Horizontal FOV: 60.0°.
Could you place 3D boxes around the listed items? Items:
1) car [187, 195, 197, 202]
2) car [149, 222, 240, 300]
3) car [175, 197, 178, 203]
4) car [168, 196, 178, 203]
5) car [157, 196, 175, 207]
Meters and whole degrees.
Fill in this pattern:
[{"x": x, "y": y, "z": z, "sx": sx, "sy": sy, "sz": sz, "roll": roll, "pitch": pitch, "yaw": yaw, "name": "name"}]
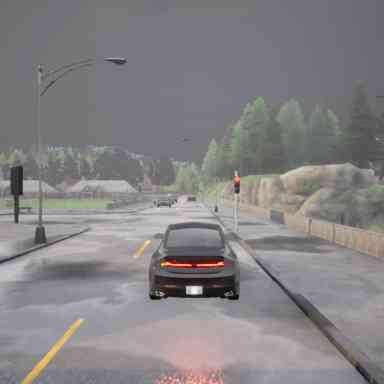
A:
[{"x": -0.020, "y": 1.324, "z": 70.981, "sx": 1.882, "sy": 1.535, "sz": 5.008, "roll": 0, "pitch": 0, "yaw": 0, "name": "car"}, {"x": 0.058, "y": 1.505, "z": 8.363, "sx": 1.837, "sy": 1.490, "sz": 4.892, "roll": 0, "pitch": 0, "yaw": 0, "name": "car"}, {"x": -4.094, "y": 1.505, "z": 59.744, "sx": 1.837, "sy": 1.490, "sz": 4.892, "roll": 0, "pitch": 0, "yaw": 0, "name": "car"}, {"x": -4.019, "y": 1.595, "z": 69.926, "sx": 1.895, "sy": 1.301, "sz": 4.718, "roll": 0, "pitch": 0, "yaw": 0, "name": "car"}, {"x": -4.109, "y": 1.564, "z": 49.729, "sx": 1.994, "sy": 1.385, "sz": 4.181, "roll": 0, "pitch": 0, "yaw": 0, "name": "car"}]
